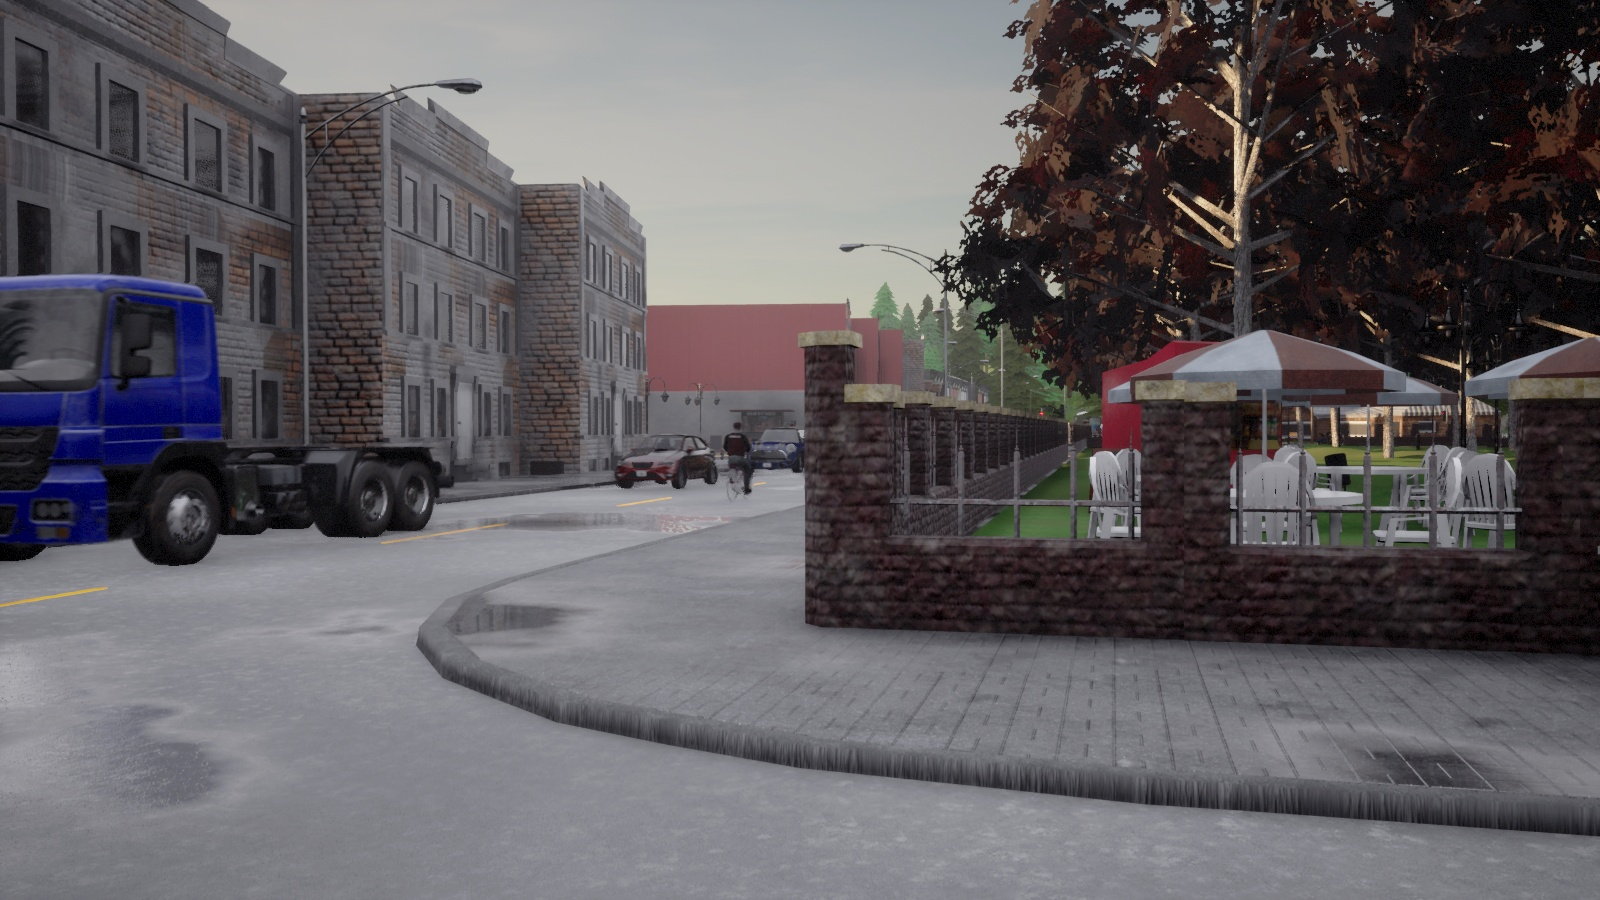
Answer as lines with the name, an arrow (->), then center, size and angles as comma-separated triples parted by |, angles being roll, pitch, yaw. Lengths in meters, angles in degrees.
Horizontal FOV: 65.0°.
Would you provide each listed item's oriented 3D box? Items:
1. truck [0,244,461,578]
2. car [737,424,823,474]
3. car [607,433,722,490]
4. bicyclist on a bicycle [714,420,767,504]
truck -> -7.950, -0.468, 17.201 | 2.891, 3.462, 7.936 | 0, 1, 14
car -> -0.665, -0.077, 46.741 | 2.097, 1.767, 4.553 | 0, 1, 14
car -> -3.653, 0.263, 34.643 | 1.816, 1.474, 4.193 | 0, 1, 14
bicyclist on a bicycle -> -1.290, 0.245, 27.511 | 0.659, 1.776, 1.843 | 0, 1, 14
